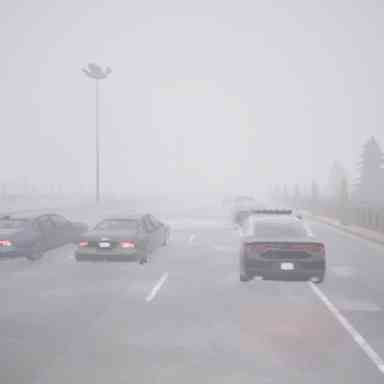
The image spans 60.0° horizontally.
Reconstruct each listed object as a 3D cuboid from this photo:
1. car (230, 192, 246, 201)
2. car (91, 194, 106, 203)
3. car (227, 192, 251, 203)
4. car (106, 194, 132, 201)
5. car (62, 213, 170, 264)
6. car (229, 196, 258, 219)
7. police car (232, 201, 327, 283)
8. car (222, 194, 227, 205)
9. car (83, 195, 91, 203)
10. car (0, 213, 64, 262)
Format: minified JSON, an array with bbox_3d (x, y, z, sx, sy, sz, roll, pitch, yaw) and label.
[{"bbox_3d":[8.055,0.751,57.874,1.812,1.442,4.674,0,1,20],"label":"car"},{"bbox_3d":[-12.152,1.022,47.574,1.837,1.490,4.892,-1,1,9],"label":"car"},{"bbox_3d":[3.911,1.015,25.161,2.097,1.767,4.553,0,1,6],"label":"car"},{"bbox_3d":[-9.217,1.068,43.542,1.812,1.442,4.674,0,1,8],"label":"car"},{"bbox_3d":[-2.044,1.415,11.307,2.033,1.411,5.357,0,1,6],"label":"car"},{"bbox_3d":[3.278,1.216,19.227,1.882,1.535,5.008,0,1,6],"label":"car"},{"bbox_3d":[2.225,1.286,9.392,1.930,1.638,5.238,0,1,6],"label":"police car"},{"bbox_3d":[5.160,0.961,45.293,2.033,1.411,5.357,0,1,11],"label":"car"},{"bbox_3d":[-14.994,1.040,51.921,2.033,1.411,5.357,0,1,11],"label":"car"},{"bbox_3d":[-5.519,1.435,11.726,2.033,1.411,5.357,0,1,6],"label":"car"}]
